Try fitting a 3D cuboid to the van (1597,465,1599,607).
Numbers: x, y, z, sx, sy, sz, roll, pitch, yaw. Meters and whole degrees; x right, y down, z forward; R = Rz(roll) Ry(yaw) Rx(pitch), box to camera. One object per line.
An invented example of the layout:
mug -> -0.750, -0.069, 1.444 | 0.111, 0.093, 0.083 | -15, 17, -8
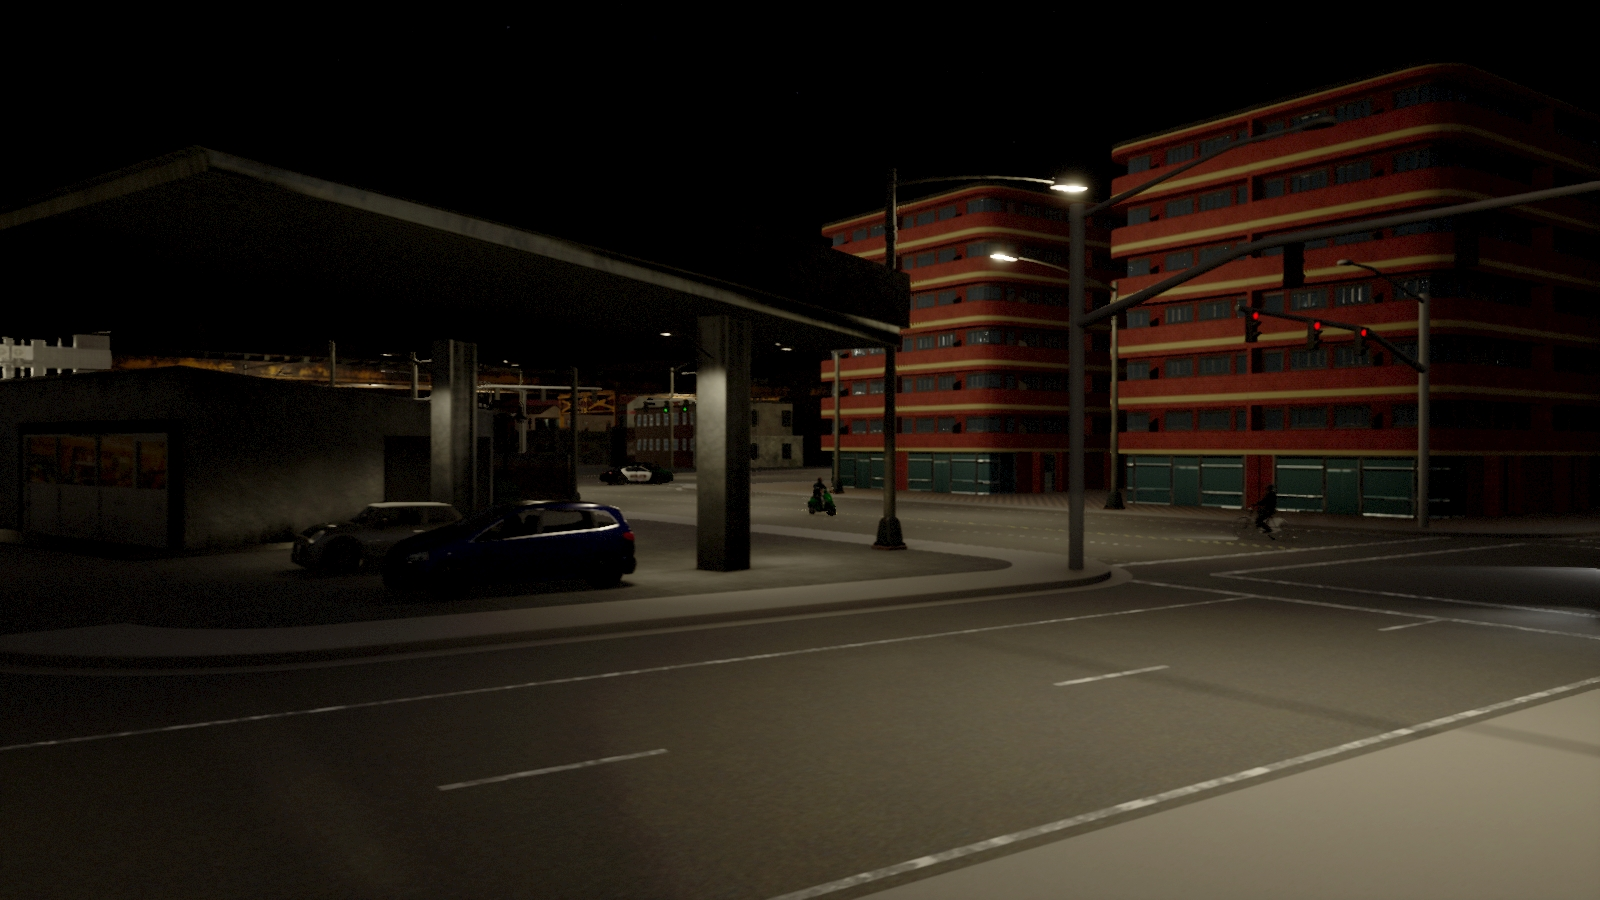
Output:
van -> 17.358, 1.562, 21.461 | 5.915, 2.561, 1.988 | 0, 0, -35
